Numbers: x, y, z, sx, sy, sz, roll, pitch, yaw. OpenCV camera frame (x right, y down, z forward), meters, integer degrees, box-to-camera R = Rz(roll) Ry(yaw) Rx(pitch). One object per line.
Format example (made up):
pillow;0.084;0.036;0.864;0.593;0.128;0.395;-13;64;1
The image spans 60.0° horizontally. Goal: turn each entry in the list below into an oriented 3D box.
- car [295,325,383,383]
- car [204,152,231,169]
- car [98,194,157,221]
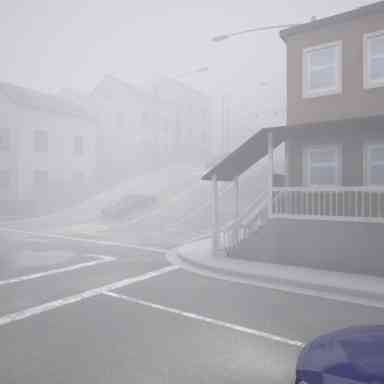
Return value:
car;2.949;1.526;1.860;4.674;1.442;1.812;0;0;36
car;3.143;-3.559;36.588;1.837;1.490;4.892;0;13;35
car;-4.798;1.021;25.063;1.895;1.301;4.718;0;15;34
